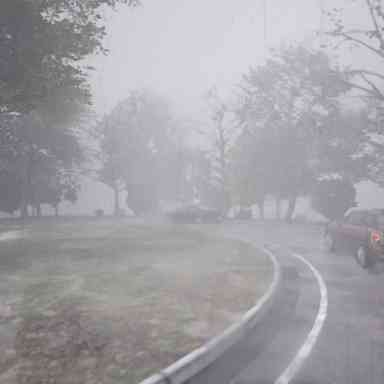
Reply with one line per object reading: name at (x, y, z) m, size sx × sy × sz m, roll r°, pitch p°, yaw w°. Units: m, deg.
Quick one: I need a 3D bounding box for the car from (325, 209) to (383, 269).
car at (6.113, 1.344, 11.205) m, size 2.097 × 1.767 × 4.553 m, roll -1°, pitch -1°, yaw 5°

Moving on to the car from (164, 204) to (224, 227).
car at (0.048, 1.678, 24.830) m, size 5.008 × 1.535 × 1.882 m, roll -1°, pitch -1°, yaw 41°
